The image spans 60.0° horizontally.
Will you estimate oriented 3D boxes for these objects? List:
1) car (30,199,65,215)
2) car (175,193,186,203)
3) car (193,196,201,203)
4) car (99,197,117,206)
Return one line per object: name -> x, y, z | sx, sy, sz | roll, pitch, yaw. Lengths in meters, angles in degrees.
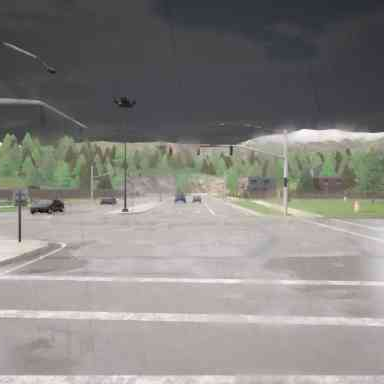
car -> -14.683, 1.478, 34.023 | 1.882, 1.535, 5.008 | 0, 0, 1
car -> -2.469, 1.223, 70.442 | 2.150, 2.045, 5.566 | 0, 0, 1
car -> 1.043, 1.546, 69.931 | 2.033, 1.411, 5.357 | 0, 0, 1
car -> -14.308, 1.547, 57.014 | 2.033, 1.411, 5.357 | 0, 0, 1
